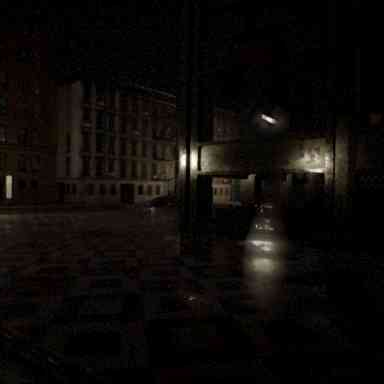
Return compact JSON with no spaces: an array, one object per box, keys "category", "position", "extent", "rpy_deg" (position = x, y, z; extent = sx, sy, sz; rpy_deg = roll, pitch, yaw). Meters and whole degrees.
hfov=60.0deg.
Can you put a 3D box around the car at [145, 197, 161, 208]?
[{"category":"car","position":[-4.328,1.381,45.550],"extent":[1.812,1.442,4.674],"rpy_deg":[1,0,43]}]

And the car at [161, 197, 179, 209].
[{"category":"car","position":[-1.222,1.417,44.115],"extent":[2.128,1.511,4.902],"rpy_deg":[1,0,43]}]
